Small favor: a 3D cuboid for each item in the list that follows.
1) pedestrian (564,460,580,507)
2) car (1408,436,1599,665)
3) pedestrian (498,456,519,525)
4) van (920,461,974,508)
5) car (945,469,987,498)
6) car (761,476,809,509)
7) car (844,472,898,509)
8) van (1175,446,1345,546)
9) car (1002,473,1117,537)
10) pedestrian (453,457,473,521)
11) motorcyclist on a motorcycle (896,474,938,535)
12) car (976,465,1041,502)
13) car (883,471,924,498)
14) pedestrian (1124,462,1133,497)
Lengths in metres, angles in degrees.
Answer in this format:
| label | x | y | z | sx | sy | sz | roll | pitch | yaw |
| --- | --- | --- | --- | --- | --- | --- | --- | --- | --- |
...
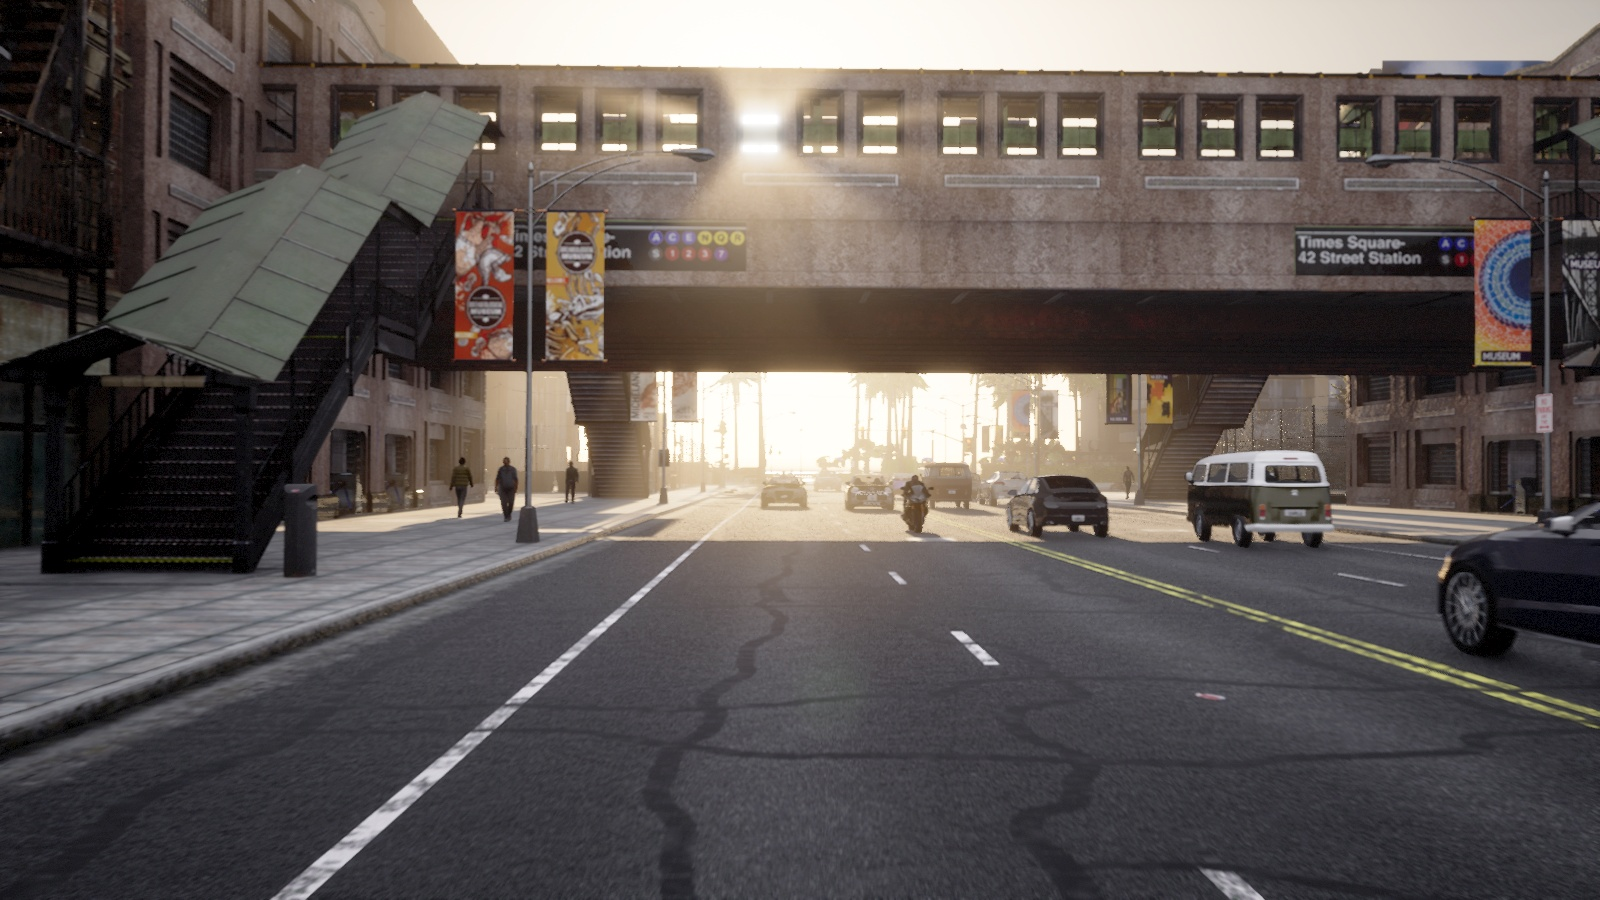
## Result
| label | x | y | z | sx | sy | sz | roll | pitch | yaw |
| --- | --- | --- | --- | --- | --- | --- | --- | --- | --- |
| pedestrian | -9.478 | 1.397 | 52.120 | 0.423 | 1.949 | 0.788 | 0 | -1 | 8 |
| car | 6.845 | 0.727 | 9.296 | 2.152 | 1.651 | 5.027 | 0 | -1 | -1 |
| pedestrian | -7.885 | 1.081 | 33.954 | 0.540 | 1.848 | 0.694 | 0 | -1 | -12 |
| van | 6.354 | 1.478 | 54.767 | 1.775 | 1.987 | 4.442 | 0 | -1 | -1 |
| car | 9.510 | 1.909 | 72.167 | 1.851 | 1.617 | 3.988 | 0 | -1 | -1 |
| car | -0.655 | 1.820 | 54.998 | 1.994 | 1.385 | 4.181 | 0 | -1 | -1 |
| car | 2.881 | 1.655 | 51.912 | 1.970 | 1.475 | 3.806 | 0 | -1 | -1 |
| van | 10.089 | 0.978 | 27.959 | 2.069 | 2.038 | 4.480 | 0 | -1 | -1 |
| car | 6.528 | 1.344 | 32.130 | 1.837 | 1.490 | 4.892 | 0 | -1 | -1 |
| pedestrian | -9.924 | 1.140 | 36.975 | 0.431 | 1.840 | 0.709 | 0 | -1 | -5 |
| motorcyclist on a motorcycle | 3.018 | 1.396 | 32.656 | 0.866 | 1.530 | 2.191 | 0 | -1 | -1 |
| car | 9.791 | 1.571 | 59.432 | 2.152 | 1.651 | 5.027 | 0 | -1 | -1 |
| car | 6.072 | 2.002 | 74.040 | 2.007 | 1.525 | 4.514 | 0 | -1 | 0 |
| pedestrian | 17.185 | 1.528 | 65.715 | 0.328 | 1.805 | 0.869 | 0 | -1 | 6 |
